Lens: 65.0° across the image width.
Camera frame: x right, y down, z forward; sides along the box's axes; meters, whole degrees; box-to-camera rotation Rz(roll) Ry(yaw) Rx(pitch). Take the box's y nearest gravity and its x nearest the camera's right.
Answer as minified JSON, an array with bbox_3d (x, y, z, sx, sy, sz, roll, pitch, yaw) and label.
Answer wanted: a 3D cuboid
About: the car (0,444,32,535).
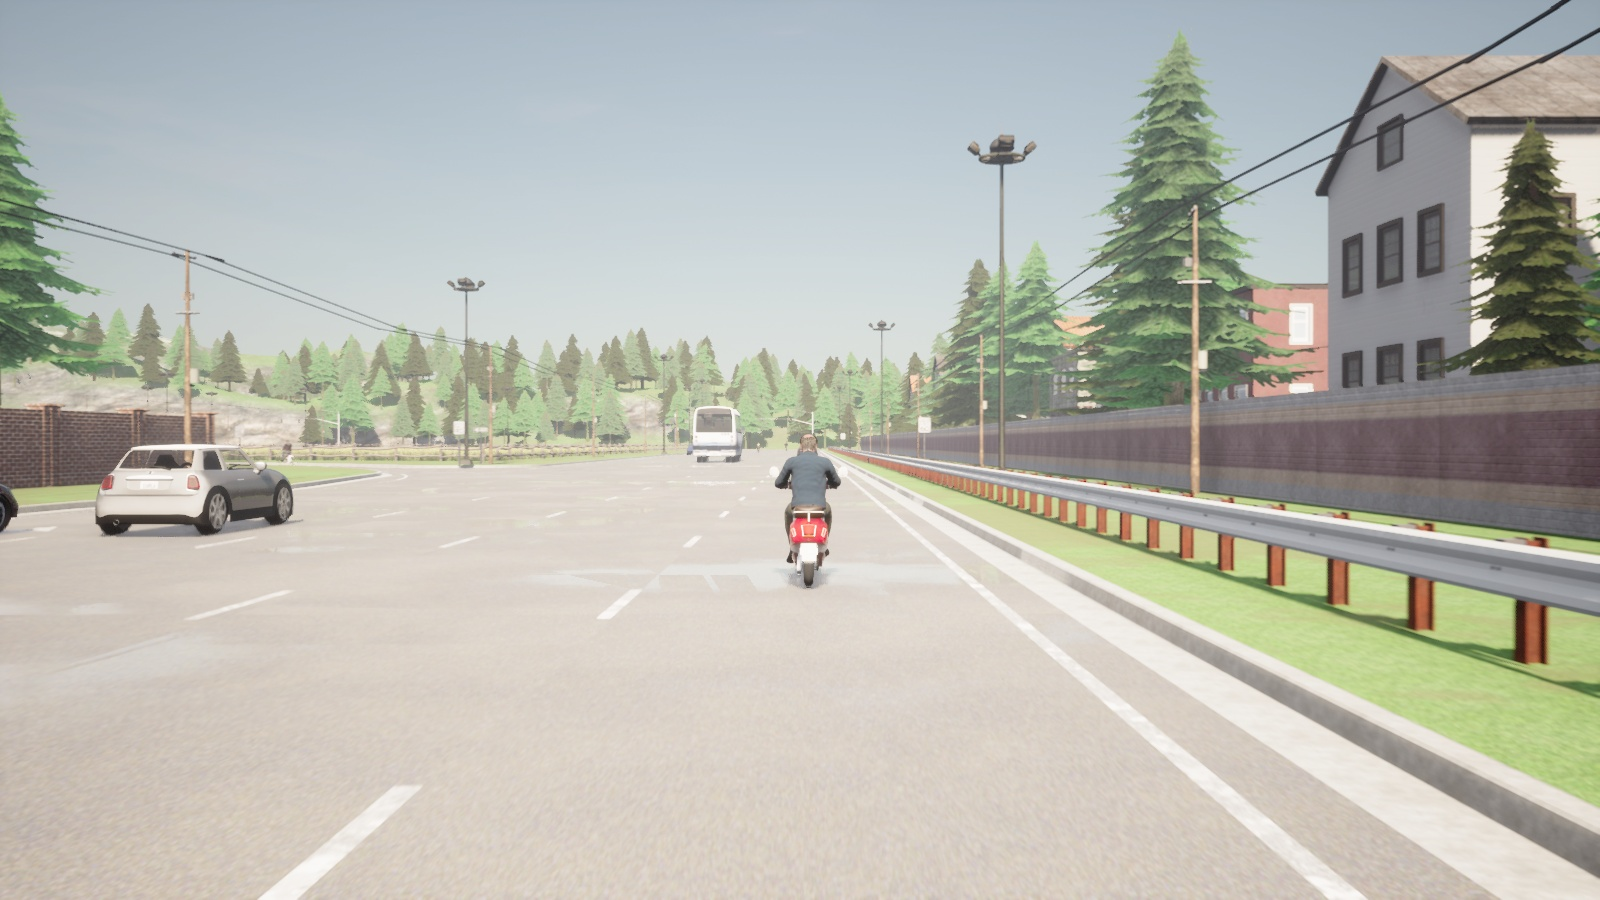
[{"bbox_3d":[-13.876,0.640,19.079,1.816,1.474,4.193,0,0,0],"label":"car"}]

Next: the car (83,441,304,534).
[{"bbox_3d":[-10.360,0.579,21.800,1.970,1.475,3.806,0,0,0],"label":"car"}]

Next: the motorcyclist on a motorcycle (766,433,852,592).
[{"bbox_3d":[0.093,0.623,13.531,0.866,1.590,1.817,0,0,0],"label":"motorcyclist on a motorcycle"}]
